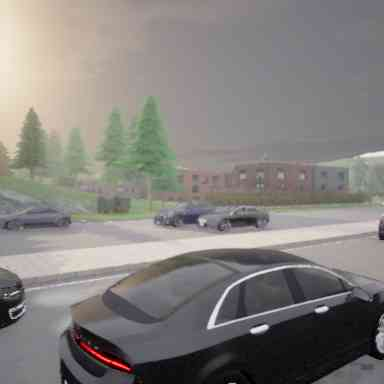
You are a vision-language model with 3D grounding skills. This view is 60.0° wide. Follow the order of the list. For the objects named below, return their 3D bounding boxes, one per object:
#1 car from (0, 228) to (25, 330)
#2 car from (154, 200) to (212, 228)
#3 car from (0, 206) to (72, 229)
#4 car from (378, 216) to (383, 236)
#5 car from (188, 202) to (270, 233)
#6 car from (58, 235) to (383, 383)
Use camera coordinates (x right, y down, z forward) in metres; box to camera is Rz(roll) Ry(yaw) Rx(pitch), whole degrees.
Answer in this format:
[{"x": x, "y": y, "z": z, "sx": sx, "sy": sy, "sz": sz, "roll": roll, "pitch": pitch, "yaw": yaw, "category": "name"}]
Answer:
[{"x": -4.954, "y": 1.498, "z": 4.460, "sx": 4.892, "sy": 1.490, "sz": 1.837, "roll": 1, "pitch": 0, "yaw": -36, "category": "car"}, {"x": -0.271, "y": 1.376, "z": 22.182, "sx": 4.553, "sy": 1.767, "sz": 2.097, "roll": 0, "pitch": 0, "yaw": -35, "category": "car"}, {"x": -9.442, "y": 1.567, "z": 19.974, "sx": 4.181, "sy": 1.385, "sz": 1.994, "roll": 0, "pitch": 0, "yaw": -35, "category": "car"}, {"x": 10.807, "y": 1.392, "z": 15.719, "sx": 4.553, "sy": 1.767, "sz": 2.097, "roll": 0, "pitch": 0, "yaw": -35, "category": "car"}, {"x": 2.542, "y": 1.519, "z": 19.885, "sx": 4.902, "sy": 1.511, "sz": 2.128, "roll": 0, "pitch": 0, "yaw": -35, "category": "car"}, {"x": 0.885, "y": 1.511, "z": 4.350, "sx": 4.892, "sy": 1.490, "sz": 1.837, "roll": 0, "pitch": 0, "yaw": -36, "category": "car"}]
